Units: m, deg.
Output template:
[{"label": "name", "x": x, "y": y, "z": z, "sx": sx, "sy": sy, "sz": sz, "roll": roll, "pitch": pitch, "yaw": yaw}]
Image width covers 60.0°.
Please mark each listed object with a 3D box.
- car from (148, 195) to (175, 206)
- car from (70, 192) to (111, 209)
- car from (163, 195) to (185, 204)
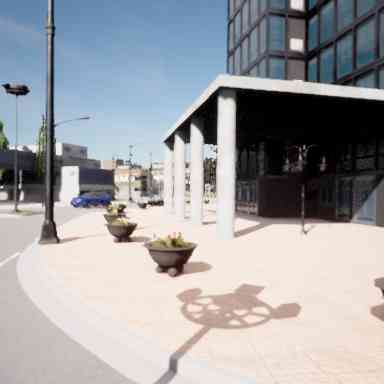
[{"label": "car", "x": -4.737, "y": 1.485, "z": 51.331, "sx": 1.895, "sy": 1.301, "sz": 4.718, "roll": 1, "pitch": 0, "yaw": 27}, {"label": "car", "x": -13.101, "y": 1.045, "z": 43.304, "sx": 2.150, "sy": 2.045, "sz": 5.566, "roll": 1, "pitch": 0, "yaw": 30}, {"label": "car", "x": -3.248, "y": 1.359, "z": 62.227, "sx": 1.882, "sy": 1.535, "sz": 5.008, "roll": 1, "pitch": 0, "yaw": 27}]
